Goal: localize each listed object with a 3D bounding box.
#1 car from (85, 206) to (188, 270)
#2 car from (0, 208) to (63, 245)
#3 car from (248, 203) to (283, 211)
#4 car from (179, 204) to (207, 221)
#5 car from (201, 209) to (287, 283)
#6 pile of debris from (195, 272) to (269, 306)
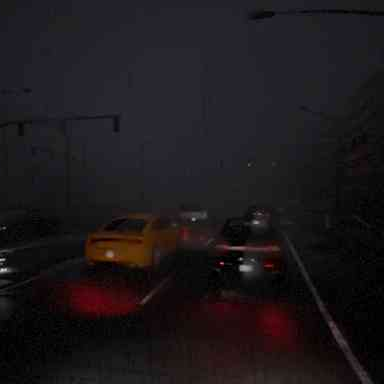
[{"bbox_3d":[-1.659,1.470,11.099,1.882,1.535,5.008,0,0,11],"label":"car"},{"bbox_3d":[-8.016,1.500,15.793,1.812,1.442,4.674,0,0,12],"label":"car"},{"bbox_3d":[4.637,1.501,21.414,1.837,1.490,4.892,0,0,23],"label":"car"},{"bbox_3d":[-0.250,1.575,25.053,1.895,1.301,4.718,0,0,-9],"label":"car"},{"bbox_3d":[1.660,1.488,9.767,2.128,1.511,4.902,0,0,11],"label":"car"},{"bbox_3d":[0.986,2.175,7.631,1.500,0.140,1.860,0,0,12],"label":"pile of debris"}]
